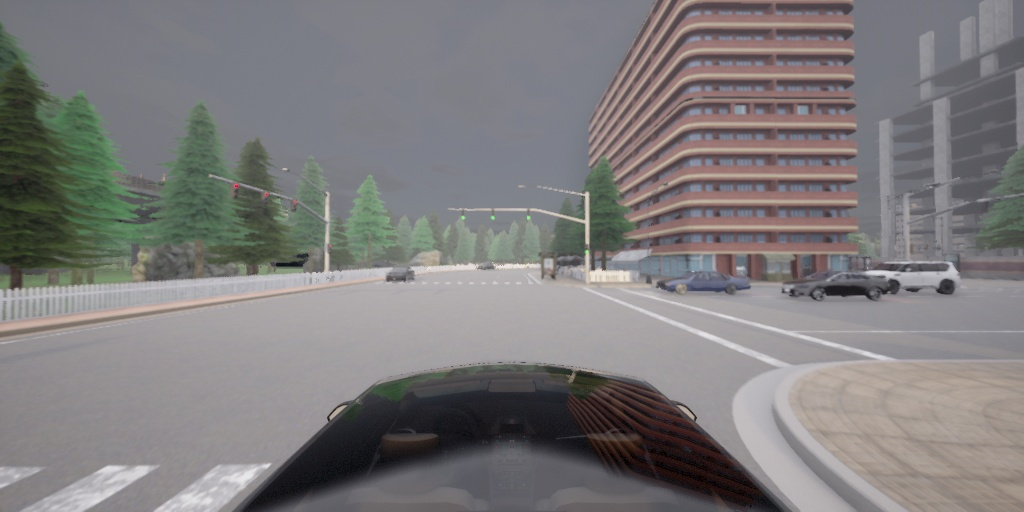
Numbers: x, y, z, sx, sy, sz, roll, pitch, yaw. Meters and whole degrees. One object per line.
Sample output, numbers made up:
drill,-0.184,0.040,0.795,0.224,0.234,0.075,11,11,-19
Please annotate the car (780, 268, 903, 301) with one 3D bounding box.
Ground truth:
car,17.149,1.554,19.172,4.902,1.511,2.128,0,-1,0

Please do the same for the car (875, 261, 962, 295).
car,24.635,1.336,22.619,5.566,2.045,2.150,0,-1,1

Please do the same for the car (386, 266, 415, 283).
car,-10.626,1.752,34.423,1.882,1.535,5.008,0,0,-3

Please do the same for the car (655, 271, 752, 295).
car,12.032,1.661,22.718,5.357,1.411,2.033,0,-1,2
